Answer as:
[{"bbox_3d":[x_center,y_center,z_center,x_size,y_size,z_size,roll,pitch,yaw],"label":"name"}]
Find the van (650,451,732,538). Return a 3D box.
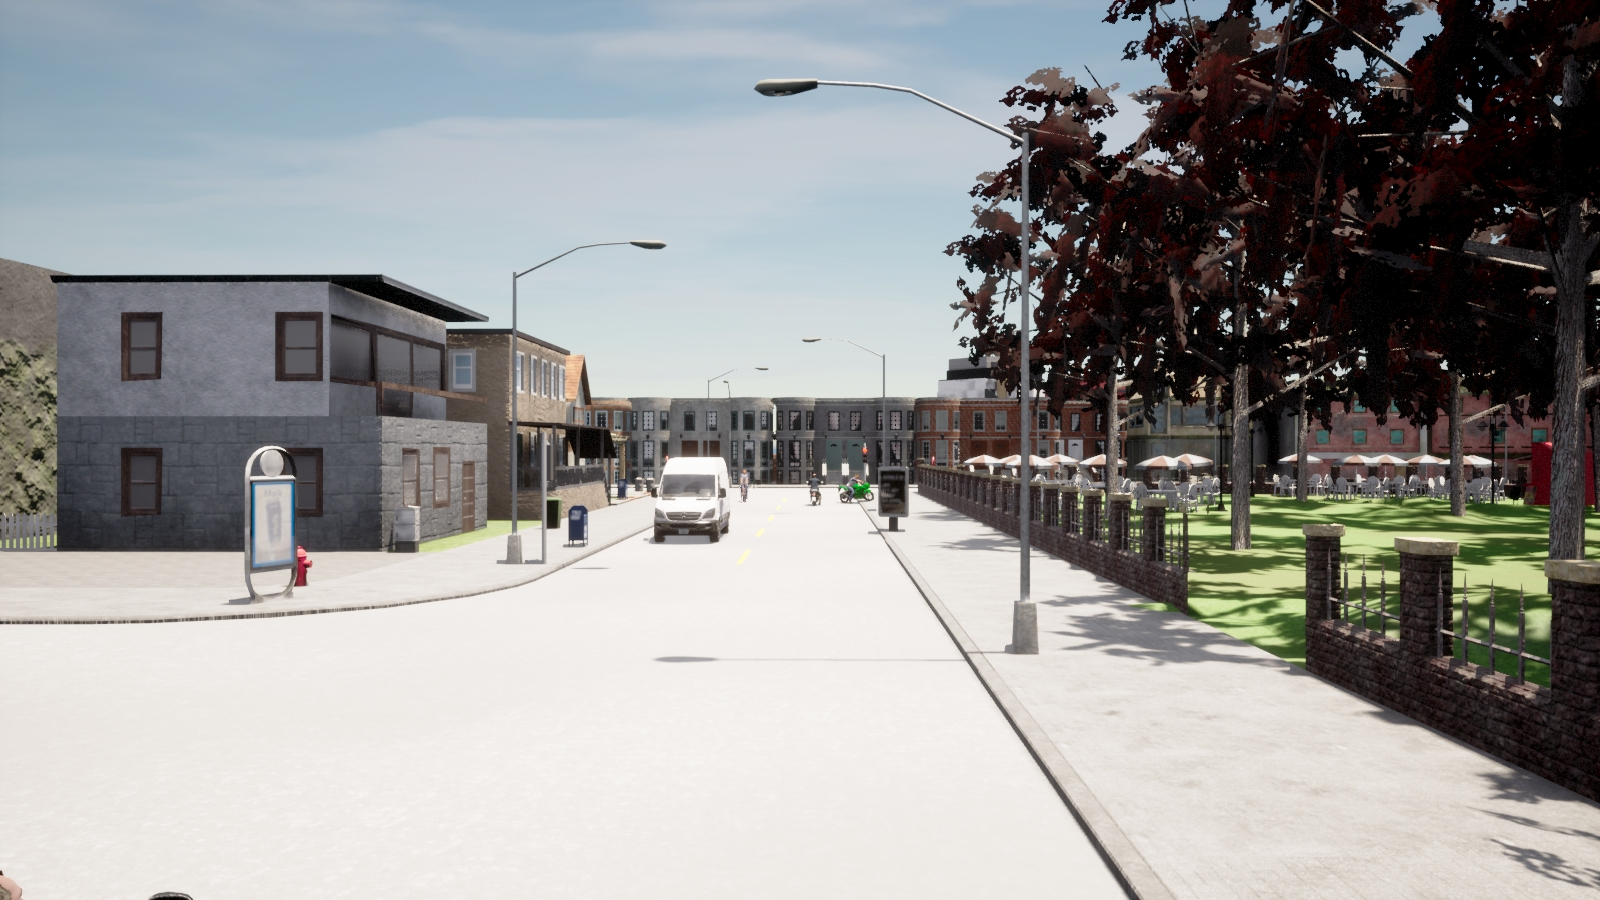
[{"bbox_3d":[-3.393,1.314,36.728,1.988,2.561,5.915,0,0,1],"label":"van"}]

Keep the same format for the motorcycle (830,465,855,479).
[{"bbox_3d":[3.779,1.939,101.151,2.033,1.145,0.803,-5,-2,27],"label":"motorcycle"}]

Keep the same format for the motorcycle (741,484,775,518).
[{"bbox_3d":[-1.677,1.985,45.065,0.867,1.251,2.209,0,0,-15],"label":"motorcycle"}]
